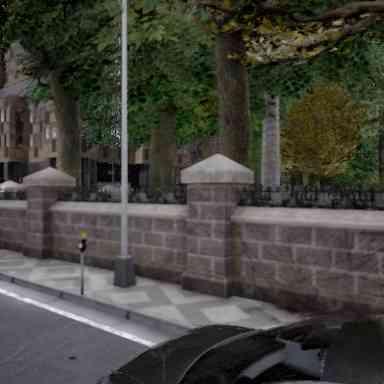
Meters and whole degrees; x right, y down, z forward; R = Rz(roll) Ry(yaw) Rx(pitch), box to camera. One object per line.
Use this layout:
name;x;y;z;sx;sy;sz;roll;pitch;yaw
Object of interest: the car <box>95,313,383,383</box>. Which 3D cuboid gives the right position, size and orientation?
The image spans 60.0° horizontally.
car;1.163;1.566;2.133;4.313;1.339;1.947;0;0;35
